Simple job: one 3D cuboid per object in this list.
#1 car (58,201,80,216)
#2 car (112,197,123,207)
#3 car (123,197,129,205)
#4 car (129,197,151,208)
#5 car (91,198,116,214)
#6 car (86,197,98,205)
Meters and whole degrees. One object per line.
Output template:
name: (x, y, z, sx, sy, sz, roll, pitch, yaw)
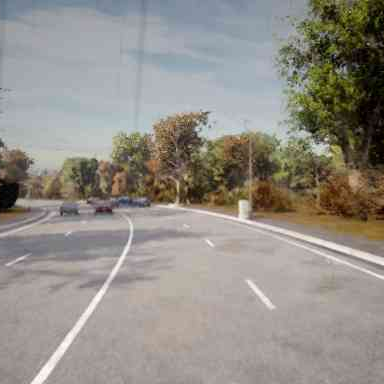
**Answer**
car: (-13.380, 1.729, 36.408, 1.837, 1.490, 4.892, -1, -1, -19)
car: (-13.050, 1.681, 53.508, 1.812, 1.442, 4.674, -2, 0, -29)
car: (-12.197, 1.559, 59.365, 1.882, 1.535, 5.008, -2, 1, -31)
car: (-7.698, 1.546, 50.458, 1.812, 1.442, 4.674, -2, 0, -26)
car: (-10.140, 1.744, 37.771, 1.895, 1.301, 4.718, -1, 0, -19)
car: (-18.733, 1.757, 63.497, 2.128, 1.511, 4.902, -2, 1, -33)
